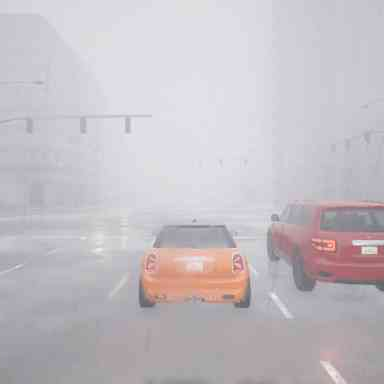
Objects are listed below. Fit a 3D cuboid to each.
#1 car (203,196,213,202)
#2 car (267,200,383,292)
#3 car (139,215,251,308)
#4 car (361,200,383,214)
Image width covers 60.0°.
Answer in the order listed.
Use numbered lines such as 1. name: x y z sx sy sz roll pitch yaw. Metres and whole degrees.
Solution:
1. car: 3.581 1.524 74.436 1.812 1.442 4.674 0 0 0
2. car: 3.544 1.221 9.106 2.150 2.045 5.566 0 0 2
3. car: 0.066 1.352 8.082 2.097 1.767 4.553 0 0 1
4. car: 20.493 1.564 35.263 4.181 1.385 1.994 0 0 1
